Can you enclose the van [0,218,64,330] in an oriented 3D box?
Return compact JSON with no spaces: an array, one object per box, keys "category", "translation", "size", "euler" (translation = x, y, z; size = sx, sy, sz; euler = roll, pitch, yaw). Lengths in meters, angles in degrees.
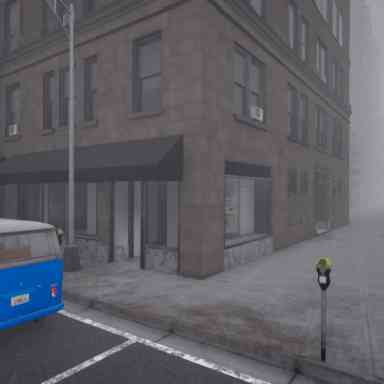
[{"category":"van","translation":[-4.024,1.340,5.949],"size":[3.998,1.788,1.690],"euler":[0,0,36]}]
